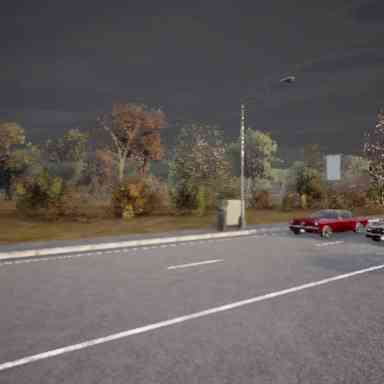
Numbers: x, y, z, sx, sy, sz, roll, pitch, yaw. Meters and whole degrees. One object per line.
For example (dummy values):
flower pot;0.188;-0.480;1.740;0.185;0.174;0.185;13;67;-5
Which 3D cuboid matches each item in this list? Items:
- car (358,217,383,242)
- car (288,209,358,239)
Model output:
car;10.257;1.554;15.477;5.357;1.411;2.033;0;0;-35
car;7.273;1.606;17.663;4.718;1.301;1.895;0;0;-35
